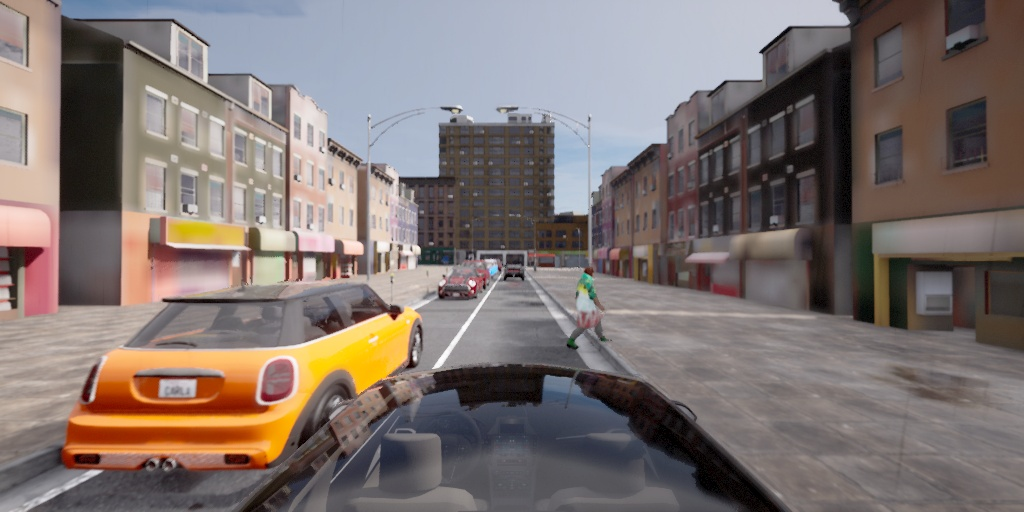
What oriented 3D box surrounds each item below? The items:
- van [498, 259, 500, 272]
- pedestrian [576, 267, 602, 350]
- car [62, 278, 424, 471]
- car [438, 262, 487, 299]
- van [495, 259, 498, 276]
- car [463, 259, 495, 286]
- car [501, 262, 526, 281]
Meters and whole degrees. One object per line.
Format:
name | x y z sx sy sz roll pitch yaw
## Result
van | -2.526 1.316 40.417 1.690 1.789 3.998 0 0 0
pedestrian | 1.686 1.082 7.875 0.375 1.860 0.375 0 -1 0
car | -2.743 1.122 5.076 2.097 1.767 4.553 0 0 0
car | -2.590 1.293 18.640 1.967 1.591 4.097 0 0 0
van | -2.542 1.287 34.973 1.690 1.789 3.998 0 0 0
car | -2.574 1.200 24.085 2.192 1.841 5.009 0 0 0
car | 0.176 1.441 33.103 1.837 1.490 4.892 0 0 0
